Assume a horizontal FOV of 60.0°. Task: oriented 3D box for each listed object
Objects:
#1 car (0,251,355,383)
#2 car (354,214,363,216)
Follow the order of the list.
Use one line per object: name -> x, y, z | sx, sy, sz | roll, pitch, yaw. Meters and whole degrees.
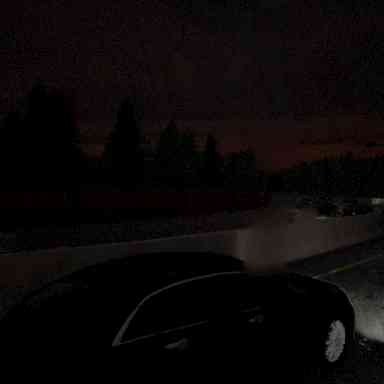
car -> 0.101, 1.513, 4.059 | 4.892, 1.490, 1.837 | 0, 0, -37
car -> 14.304, 1.582, 28.544 | 1.994, 1.385, 4.181 | 0, 0, 36
